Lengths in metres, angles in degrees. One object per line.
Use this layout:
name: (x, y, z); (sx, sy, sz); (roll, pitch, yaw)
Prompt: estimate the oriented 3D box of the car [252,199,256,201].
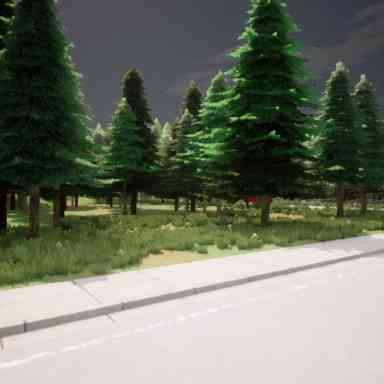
car: (11.429, 1.228, 57.454); (2.150, 2.045, 5.566); (0, 0, -34)
